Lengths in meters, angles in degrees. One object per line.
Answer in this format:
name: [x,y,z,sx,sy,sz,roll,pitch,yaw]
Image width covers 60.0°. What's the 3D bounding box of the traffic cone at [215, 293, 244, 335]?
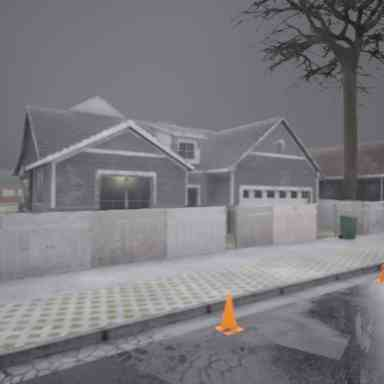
traffic cone: [0.610,1.943,5.415,0.340,0.580,0.340,0,0,-35]
